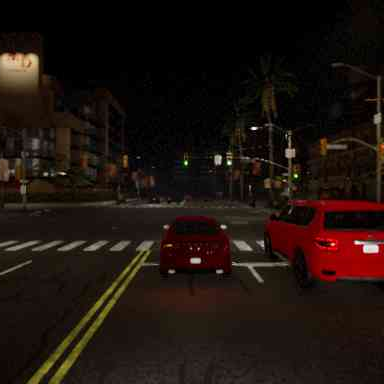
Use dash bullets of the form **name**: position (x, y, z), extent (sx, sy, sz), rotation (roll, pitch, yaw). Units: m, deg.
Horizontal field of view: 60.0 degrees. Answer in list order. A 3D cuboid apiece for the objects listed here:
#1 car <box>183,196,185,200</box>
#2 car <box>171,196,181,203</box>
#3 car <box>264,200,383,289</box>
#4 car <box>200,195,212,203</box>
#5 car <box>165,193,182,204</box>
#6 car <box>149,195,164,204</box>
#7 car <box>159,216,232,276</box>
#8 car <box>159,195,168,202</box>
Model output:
- **car**: position (-3.541, 1.627, 83.617), extent (1.994, 1.385, 4.181), rotation (0, 0, 0)
- **car**: position (-3.533, 1.591, 73.813), extent (1.812, 1.442, 4.674), rotation (0, 0, 0)
- **car**: position (3.584, 1.231, 9.340), extent (2.150, 2.045, 5.566), rotation (0, 0, 0)
- **car**: position (3.468, 1.662, 74.050), extent (1.895, 1.301, 4.718), rotation (0, 0, 0)
- **car**: position (-3.528, 1.279, 64.098), extent (2.150, 2.045, 5.566), rotation (0, 0, 0)
- **car**: position (-7.028, 1.621, 63.341), extent (1.994, 1.385, 4.181), rotation (0, 0, 0)
- **car**: position (0.091, 1.487, 10.440), extent (1.882, 1.535, 5.008), rotation (0, 0, 0)
- **car**: position (-7.036, 1.574, 81.778), extent (1.837, 1.490, 4.892), rotation (0, 0, 0)
